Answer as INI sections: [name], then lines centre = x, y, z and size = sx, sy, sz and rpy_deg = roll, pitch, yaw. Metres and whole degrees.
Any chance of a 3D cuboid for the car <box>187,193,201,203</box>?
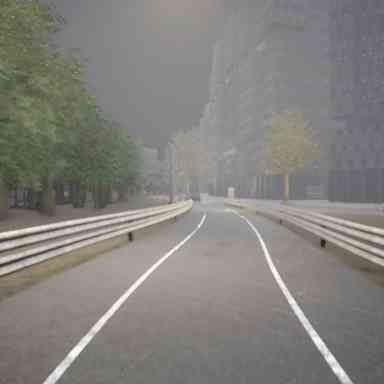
[car]
centre = 0.332, 1.156, 69.356
size = 2.150, 2.045, 5.566
rpy_deg = 0, 0, -12
